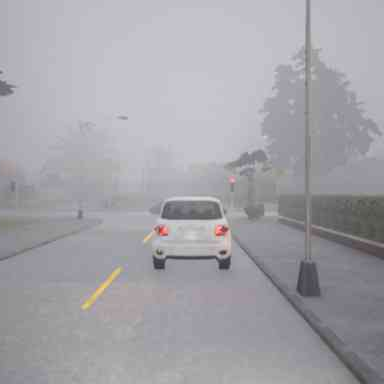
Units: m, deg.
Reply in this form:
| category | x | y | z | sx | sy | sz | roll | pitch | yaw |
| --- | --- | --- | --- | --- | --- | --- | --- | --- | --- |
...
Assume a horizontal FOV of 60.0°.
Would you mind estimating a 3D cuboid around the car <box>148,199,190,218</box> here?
| category | x | y | z | sx | sy | sz | roll | pitch | yaw |
| --- | --- | --- | --- | --- | --- | --- | --- | --- | --- |
| car | -2.171 | 1.424 | 30.023 | 1.812 | 1.442 | 4.674 | 1 | 0 | -31 |

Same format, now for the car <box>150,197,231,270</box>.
| category | x | y | z | sx | sy | sz | roll | pitch | yaw |
| --- | --- | --- | --- | --- | --- | --- | --- | --- | --- |
| car | 0.007 | 1.177 | 11.035 | 2.150 | 2.045 | 5.566 | 0 | -1 | 0 |
